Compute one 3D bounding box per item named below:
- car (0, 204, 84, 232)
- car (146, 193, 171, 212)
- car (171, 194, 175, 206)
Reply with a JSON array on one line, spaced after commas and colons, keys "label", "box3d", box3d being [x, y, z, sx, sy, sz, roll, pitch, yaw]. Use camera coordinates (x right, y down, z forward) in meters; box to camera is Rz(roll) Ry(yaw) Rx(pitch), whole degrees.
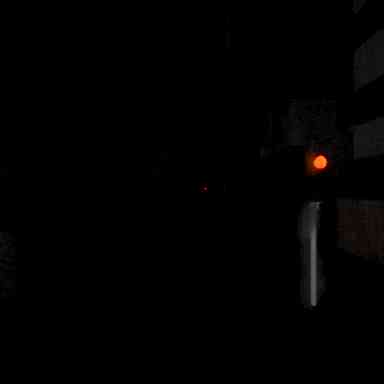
[{"label": "car", "box3d": [-9.117, 1.478, 20.033, 5.008, 1.535, 1.882, 0, 2, -20]}, {"label": "car", "box3d": [-4.137, 1.214, 39.664, 2.150, 2.045, 5.566, 0, 1, 0]}, {"label": "car", "box3d": [-4.073, 1.554, 56.966, 2.033, 1.411, 5.357, 0, 0, 0]}]
